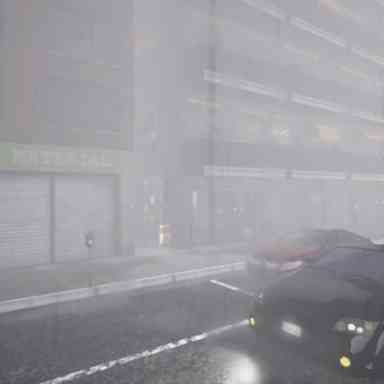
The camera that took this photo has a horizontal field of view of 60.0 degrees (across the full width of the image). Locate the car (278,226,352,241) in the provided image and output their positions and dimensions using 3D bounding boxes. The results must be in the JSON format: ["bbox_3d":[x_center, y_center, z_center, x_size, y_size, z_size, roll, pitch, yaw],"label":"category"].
[{"bbox_3d":[3.349,1.612,8.960,4.206,1.307,1.802,0,-1,-36],"label":"car"}]

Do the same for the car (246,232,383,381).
[{"bbox_3d":[2.914,1.584,5.431,4.181,1.385,1.994,0,0,-35],"label":"car"}]
